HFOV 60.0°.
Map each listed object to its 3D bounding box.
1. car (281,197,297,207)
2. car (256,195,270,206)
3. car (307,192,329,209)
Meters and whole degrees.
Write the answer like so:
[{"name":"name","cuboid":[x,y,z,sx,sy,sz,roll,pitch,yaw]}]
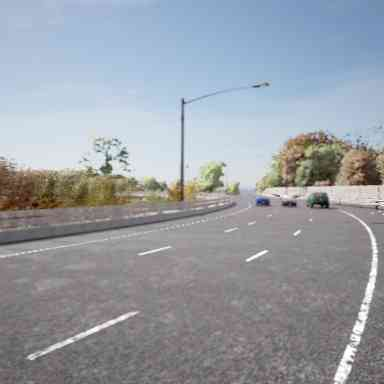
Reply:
[{"name":"car","cuboid":[13.575,1.395,46.737,1.895,1.301,4.718,1,0,11]},{"name":"car","cuboid":[10.225,1.238,47.973,1.882,1.535,5.008,1,0,10]},{"name":"car","cuboid":[16.534,1.059,43.701,2.150,2.045,5.566,1,0,12]}]
